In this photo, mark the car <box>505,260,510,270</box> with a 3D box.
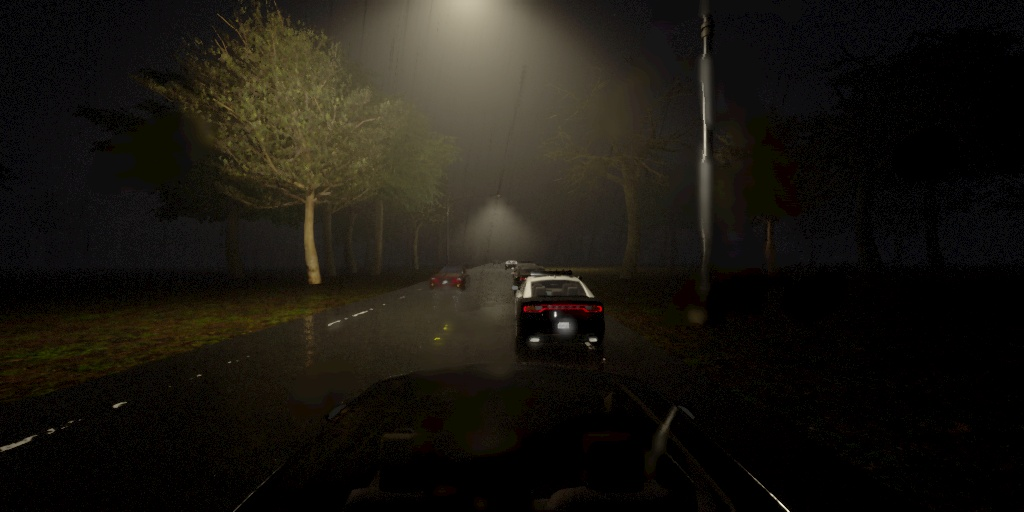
[{"bbox_3d":[-0.037,1.393,52.779,1.895,1.301,4.718,0,0,0],"label":"car"}]

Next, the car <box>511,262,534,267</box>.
[{"bbox_3d":[1.013,1.263,19.516,1.837,1.490,4.892,0,0,0],"label":"car"}]

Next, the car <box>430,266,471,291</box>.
[{"bbox_3d":[-3.641,1.322,21.825,1.994,1.385,4.181,0,0,0],"label":"car"}]

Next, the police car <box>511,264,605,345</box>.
[{"bbox_3d":[1.033,1.178,9.623,1.930,1.638,5.238,0,0,0],"label":"police car"}]

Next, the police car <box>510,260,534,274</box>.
[{"bbox_3d":[1.001,1.185,25.626,1.930,1.638,5.238,0,0,0],"label":"police car"}]
